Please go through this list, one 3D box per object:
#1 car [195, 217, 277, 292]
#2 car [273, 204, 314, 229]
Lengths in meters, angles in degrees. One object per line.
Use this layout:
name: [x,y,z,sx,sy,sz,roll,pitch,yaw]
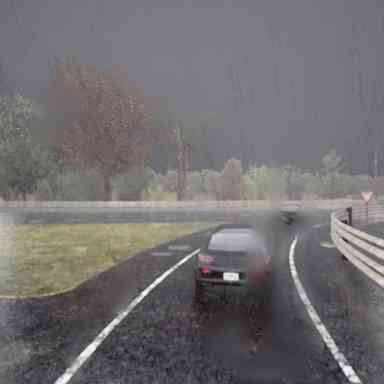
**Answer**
car: [1.269,1.575,9.051,1.812,1.442,4.674,0,0,12]
car: [7.134,1.606,23.214,1.882,1.535,5.008,0,0,31]
